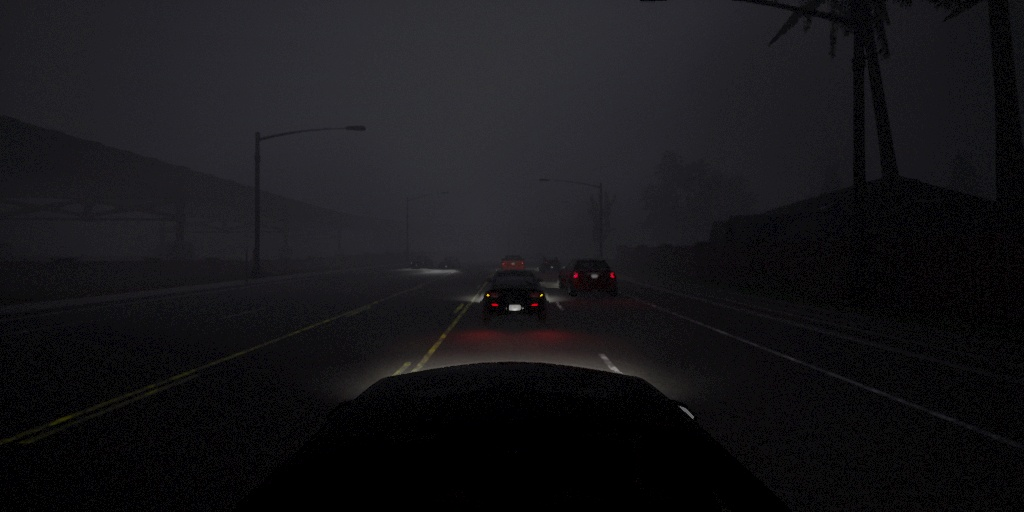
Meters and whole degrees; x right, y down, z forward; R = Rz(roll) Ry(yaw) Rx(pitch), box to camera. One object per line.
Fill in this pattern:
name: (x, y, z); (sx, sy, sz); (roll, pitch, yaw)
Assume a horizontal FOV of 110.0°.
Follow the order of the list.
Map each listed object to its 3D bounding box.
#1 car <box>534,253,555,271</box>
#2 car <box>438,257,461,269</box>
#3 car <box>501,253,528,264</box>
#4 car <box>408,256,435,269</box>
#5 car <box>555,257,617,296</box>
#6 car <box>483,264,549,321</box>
car: (3.596, 0.776, 34.425); (2.128, 1.511, 4.902); (0, 1, 0)
car: (-7.039, 0.787, 40.716); (1.895, 1.301, 4.718); (0, 1, 1)
car: (0.093, 0.661, 32.677); (2.097, 1.767, 4.553); (0, 1, 0)
car: (-10.470, 0.695, 41.809); (1.812, 1.442, 4.674); (0, 1, 1)
car: (3.593, 0.892, 17.708); (2.097, 1.767, 4.553); (0, 1, 0)
car: (0.076, 1.154, 11.700); (1.812, 1.442, 4.674); (0, 1, 0)
